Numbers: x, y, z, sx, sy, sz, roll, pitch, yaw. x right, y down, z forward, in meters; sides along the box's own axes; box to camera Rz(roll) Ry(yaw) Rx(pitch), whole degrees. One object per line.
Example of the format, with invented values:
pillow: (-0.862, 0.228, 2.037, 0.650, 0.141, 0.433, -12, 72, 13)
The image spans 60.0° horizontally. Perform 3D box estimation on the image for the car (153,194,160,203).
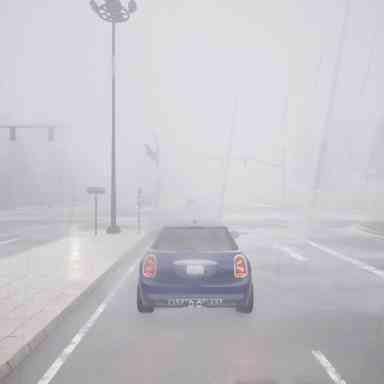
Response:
car: (-8.393, 1.541, 69.119, 2.033, 1.411, 5.357, 0, 0, -1)

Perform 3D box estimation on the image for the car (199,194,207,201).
car: (2.851, 1.513, 85.208, 1.812, 1.442, 4.674, 0, 0, -1)

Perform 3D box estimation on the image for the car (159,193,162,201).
car: (-8.619, 1.225, 83.243, 2.150, 2.045, 5.566, 0, 0, -1)

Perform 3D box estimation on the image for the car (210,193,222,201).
car: (6.356, 1.215, 84.937, 2.150, 2.045, 5.566, 0, 0, -1)

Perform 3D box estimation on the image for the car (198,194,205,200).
car: (2.686, 1.442, 95.532, 1.882, 1.535, 5.008, 0, 0, -1)

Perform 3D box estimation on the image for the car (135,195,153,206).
car: (-8.270, 1.354, 56.007, 2.097, 1.767, 4.553, 0, 0, -1)

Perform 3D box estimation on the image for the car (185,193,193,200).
car: (-0.814, 1.189, 95.506, 2.150, 2.045, 5.566, 0, 0, -1)

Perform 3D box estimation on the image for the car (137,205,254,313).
car: (0.071, 1.352, 7.826, 2.097, 1.767, 4.553, 0, 0, 0)

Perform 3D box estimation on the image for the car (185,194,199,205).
car: (-0.161, 1.526, 54.646, 1.812, 1.442, 4.674, 0, 0, -1)
